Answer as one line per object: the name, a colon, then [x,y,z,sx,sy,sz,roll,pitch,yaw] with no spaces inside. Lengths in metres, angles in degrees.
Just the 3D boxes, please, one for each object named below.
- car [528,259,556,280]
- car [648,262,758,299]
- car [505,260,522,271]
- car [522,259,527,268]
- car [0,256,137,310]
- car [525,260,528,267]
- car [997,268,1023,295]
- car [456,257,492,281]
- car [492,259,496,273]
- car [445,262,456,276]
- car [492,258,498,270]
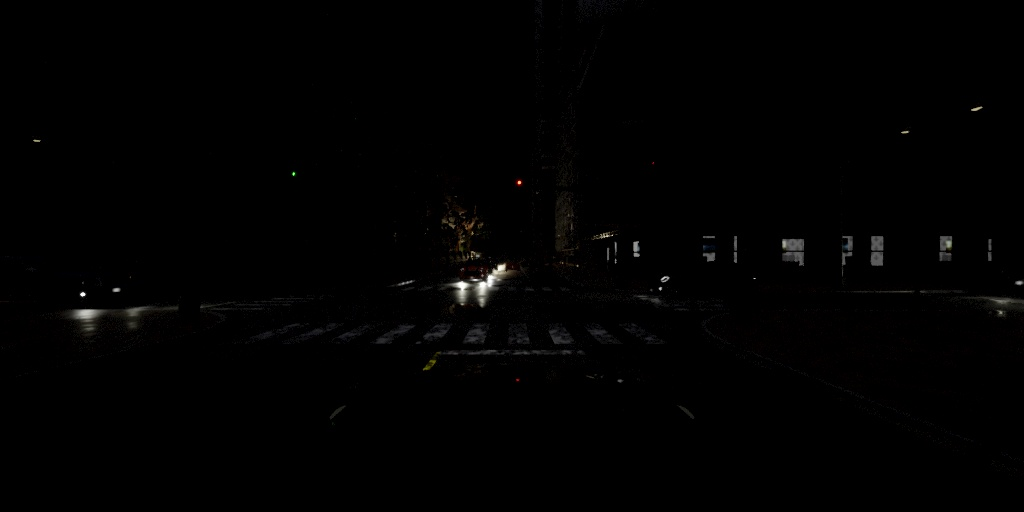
car: [2.678,1.191,30.861,1.967,1.591,4.097,0,0,0]
car: [9.045,1.077,17.312,4.553,1.767,2.097,0,0,5]
car: [0.079,1.230,48.912,1.882,1.535,5.008,0,0,0]
car: [2.665,1.314,59.266,1.948,1.339,4.313,0,0,0]
car: [-18.583,1.016,14.398,5.566,2.045,2.150,0,0,1]
car: [2.675,1.318,36.541,1.948,1.339,4.313,0,0,0]
car: [26.432,0.891,16.674,5.566,2.045,2.150,0,0,1]
car: [-3.112,1.104,30.034,2.097,1.767,4.553,0,0,0]
car: [-3.115,1.353,39.822,1.895,1.301,4.718,0,0,0]
car: [-5.706,1.297,36.535,1.888,1.381,4.507,0,0,0]
car: [-3.107,1.105,51.359,2.097,1.767,4.553,0,0,0]
